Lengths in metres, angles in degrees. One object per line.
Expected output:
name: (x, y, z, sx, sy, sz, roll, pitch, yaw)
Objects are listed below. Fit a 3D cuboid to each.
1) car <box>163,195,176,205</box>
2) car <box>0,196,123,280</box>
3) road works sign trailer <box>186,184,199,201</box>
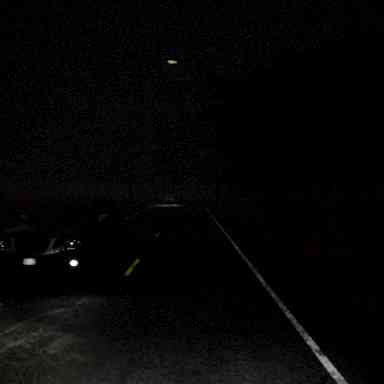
car: (-3.546, 1.194, 52.746, 1.812, 1.442, 4.674, 0, 1, 0)
car: (-3.595, 1.175, 10.117, 2.150, 2.045, 5.566, 0, 0, 0)
road works sign trailer: (0.046, -0.005, 68.118, 2.380, 3.560, 2.880, 0, 1, 1)
